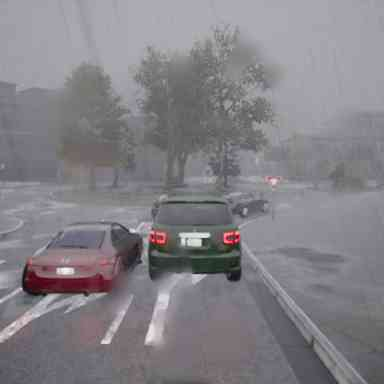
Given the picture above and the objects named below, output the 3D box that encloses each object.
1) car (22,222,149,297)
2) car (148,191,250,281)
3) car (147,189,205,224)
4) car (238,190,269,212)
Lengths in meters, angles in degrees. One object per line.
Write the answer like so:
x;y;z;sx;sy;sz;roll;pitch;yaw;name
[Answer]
-2.418;1.420;8.343;1.994;1.385;4.181;0;2;0;car
0.109;1.038;9.535;2.150;2.045;5.566;0;2;1;car
-0.823;0.748;20.558;1.837;1.490;4.892;1;6;20;car
3.311;0.655;21.527;1.837;1.490;4.892;4;7;37;car
